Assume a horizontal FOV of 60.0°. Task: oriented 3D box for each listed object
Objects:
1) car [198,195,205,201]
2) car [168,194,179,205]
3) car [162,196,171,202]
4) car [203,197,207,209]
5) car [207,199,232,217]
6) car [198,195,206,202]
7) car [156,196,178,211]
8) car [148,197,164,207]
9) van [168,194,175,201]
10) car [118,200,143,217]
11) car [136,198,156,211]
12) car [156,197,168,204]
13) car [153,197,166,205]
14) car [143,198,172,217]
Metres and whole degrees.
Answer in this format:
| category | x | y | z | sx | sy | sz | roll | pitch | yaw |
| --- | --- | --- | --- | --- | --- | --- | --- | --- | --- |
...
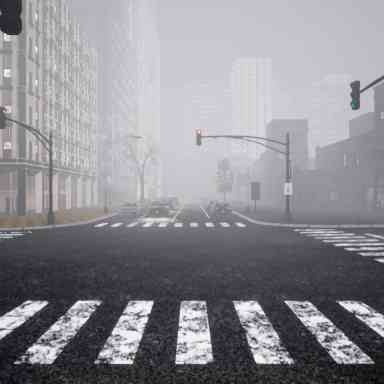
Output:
| category | x | y | z | sx | sy | sz | roll | pitch | yaw |
| --- | --- | --- | --- | --- | --- | --- | --- | --- | --- |
| car | 2.637 | 1.639 | 91.810 | 1.947 | 1.339 | 4.313 | 0 | 0 | 0 |
| car | -3.111 | 1.503 | 54.776 | 1.882 | 1.535 | 5.008 | 0 | 1 | 0 |
| car | -5.734 | 1.631 | 75.181 | 1.802 | 1.307 | 4.206 | 0 | 0 | 0 |
| car | 2.667 | 1.598 | 41.943 | 1.802 | 1.307 | 4.206 | 0 | 0 | 0 |
| car | 2.674 | 1.554 | 30.860 | 1.887 | 1.381 | 4.507 | 0 | 0 | 0 |
| car | 2.647 | 1.600 | 75.187 | 2.008 | 1.369 | 4.403 | 0 | 0 | 0 |
| car | -3.122 | 1.579 | 41.156 | 1.994 | 1.385 | 4.181 | 0 | 0 | 0 |
| car | -5.720 | 1.575 | 53.019 | 2.008 | 1.369 | 4.403 | 0 | 0 | 0 |
| van | -5.743 | 1.414 | 91.805 | 1.690 | 1.788 | 3.998 | 0 | 0 | 0 |
| car | -5.707 | 1.591 | 30.855 | 1.802 | 1.307 | 4.206 | 0 | 0 | 0 |
| car | -5.714 | 1.541 | 41.767 | 1.752 | 1.417 | 4.829 | 0 | 0 | 0 |
| car | -5.727 | 1.600 | 64.101 | 1.947 | 1.339 | 4.313 | 0 | 0 | 0 |
| car | -5.724 | 1.594 | 58.559 | 1.947 | 1.339 | 4.313 | 0 | 0 | 0 |
| car | -3.136 | 1.573 | 31.036 | 1.994 | 1.385 | 4.181 | 0 | 0 | -2 |
